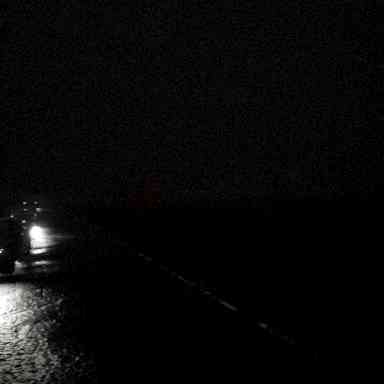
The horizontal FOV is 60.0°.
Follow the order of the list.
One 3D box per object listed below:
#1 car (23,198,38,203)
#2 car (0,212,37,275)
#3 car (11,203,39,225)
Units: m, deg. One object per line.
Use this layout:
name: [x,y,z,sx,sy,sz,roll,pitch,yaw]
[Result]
car: [-25.646,1.687,52.915,2.097,1.767,4.553,-1,0,-25]
car: [-6.388,1.613,10.606,1.812,1.442,4.674,-1,0,-17]
car: [-12.717,1.771,25.371,1.895,1.301,4.718,-1,0,-25]
